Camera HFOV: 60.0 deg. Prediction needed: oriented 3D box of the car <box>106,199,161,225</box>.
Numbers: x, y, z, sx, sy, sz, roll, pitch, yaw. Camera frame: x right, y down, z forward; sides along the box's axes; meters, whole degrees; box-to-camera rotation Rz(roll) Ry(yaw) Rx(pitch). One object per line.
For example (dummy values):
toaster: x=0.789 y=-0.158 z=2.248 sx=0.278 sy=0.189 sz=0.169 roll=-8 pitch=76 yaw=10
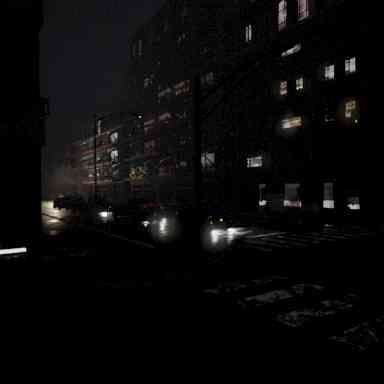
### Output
car: x=-4.343 y=1.509 z=24.224 sx=1.887 sy=1.381 sz=4.507 roll=-1 pitch=1 yaw=-35

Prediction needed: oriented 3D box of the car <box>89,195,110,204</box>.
car: x=-15.443 y=1.217 z=55.348 sx=1.752 sy=1.417 sz=4.829 roll=-1 pitch=1 yaw=-35

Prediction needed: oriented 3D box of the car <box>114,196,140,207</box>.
car: x=-8.998 y=1.267 z=45.987 sx=1.752 sy=1.417 sz=4.829 roll=-1 pitch=1 yaw=-35

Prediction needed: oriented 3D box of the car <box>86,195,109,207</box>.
car: x=-13.795 y=1.267 z=48.293 sx=1.837 sy=1.490 sz=4.892 roll=-1 pitch=1 yaw=-34

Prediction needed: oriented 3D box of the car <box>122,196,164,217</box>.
car: x=-4.248 y=1.258 z=28.872 sx=2.097 sy=1.767 sz=4.553 roll=-1 pitch=1 yaw=-35

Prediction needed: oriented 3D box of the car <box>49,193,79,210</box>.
car: x=-15.802 y=1.313 z=41.093 sx=1.967 sy=1.590 sz=4.097 roll=-1 pitch=1 yaw=-35

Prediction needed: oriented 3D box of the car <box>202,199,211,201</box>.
car: x=0.849 y=1.360 z=31.868 sx=1.887 sy=1.381 sz=4.507 roll=-1 pitch=1 yaw=-35

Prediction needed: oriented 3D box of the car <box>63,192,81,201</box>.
car: x=-25.015 y=0.936 z=69.247 sx=2.192 sy=1.841 sz=5.009 roll=-1 pitch=1 yaw=-35

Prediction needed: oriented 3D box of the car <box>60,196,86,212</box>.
car: x=-12.579 y=1.449 z=36.414 sx=2.008 sy=1.369 sz=4.403 roll=-1 pitch=1 yaw=-35

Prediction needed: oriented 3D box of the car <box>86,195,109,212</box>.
car: x=-9.845 y=1.426 z=37.017 sx=1.994 sy=1.385 sz=4.181 roll=-1 pitch=1 yaw=-35

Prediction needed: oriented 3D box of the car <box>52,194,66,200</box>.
car: x=-31.458 y=1.125 z=78.611 sx=2.008 sy=1.369 sz=4.403 roll=-1 pitch=1 yaw=-35

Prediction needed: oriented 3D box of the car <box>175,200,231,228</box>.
car: x=0.648 y=1.508 z=21.767 sx=1.994 sy=1.385 sz=4.181 roll=-1 pitch=1 yaw=-34

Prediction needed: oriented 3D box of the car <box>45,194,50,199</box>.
car: x=-34.777 y=1.076 z=83.431 sx=1.752 sy=1.417 sz=4.829 roll=-1 pitch=1 yaw=-35
